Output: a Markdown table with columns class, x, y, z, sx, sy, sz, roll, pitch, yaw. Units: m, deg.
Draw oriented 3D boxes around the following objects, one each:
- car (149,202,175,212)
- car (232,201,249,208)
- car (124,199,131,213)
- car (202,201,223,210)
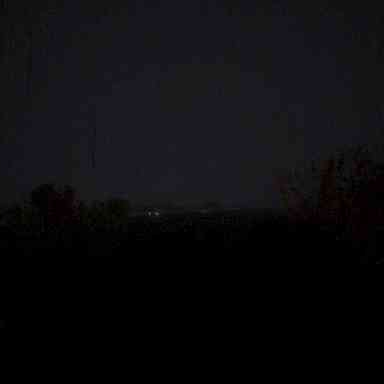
| class | x | y | z | sx | sy | sz | roll | pitch | yaw |
| --- | --- | --- | --- | --- | --- | --- | --- | --- | --- |
| car | -4.597 | 2.337 | 52.248 | 1.837 | 1.490 | 4.892 | -2 | -2 | 36 |
| car | 9.476 | 2.472 | 65.681 | 1.812 | 1.442 | 4.674 | -2 | -2 | 36 |
| car | -10.535 | 1.943 | 44.026 | 2.150 | 2.045 | 5.566 | -2 | -2 | 36 |
| car | 3.542 | 2.337 | 57.373 | 1.837 | 1.490 | 4.892 | -2 | -2 | 36 |
